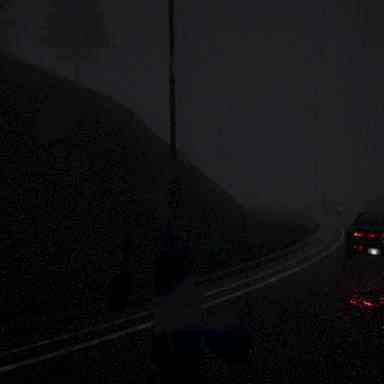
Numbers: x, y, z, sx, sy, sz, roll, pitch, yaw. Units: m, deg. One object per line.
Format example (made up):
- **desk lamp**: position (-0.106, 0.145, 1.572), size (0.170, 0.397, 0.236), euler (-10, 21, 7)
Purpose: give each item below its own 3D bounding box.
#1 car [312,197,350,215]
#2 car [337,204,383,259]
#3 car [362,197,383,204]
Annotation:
- **car**: position (12.348, 1.190, 29.802), size (1.882, 1.535, 5.008), euler (0, 0, 3)
- **car**: position (6.492, 1.374, 11.246), size (1.837, 1.490, 4.892), euler (0, 1, 36)
- **car**: position (15.694, 1.154, 27.490), size (1.882, 1.535, 5.008), euler (0, 0, 6)
